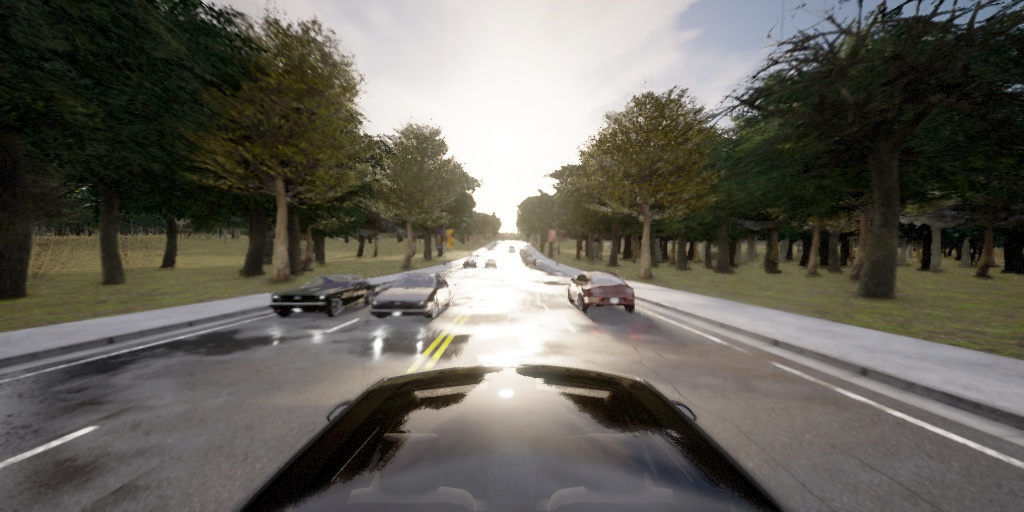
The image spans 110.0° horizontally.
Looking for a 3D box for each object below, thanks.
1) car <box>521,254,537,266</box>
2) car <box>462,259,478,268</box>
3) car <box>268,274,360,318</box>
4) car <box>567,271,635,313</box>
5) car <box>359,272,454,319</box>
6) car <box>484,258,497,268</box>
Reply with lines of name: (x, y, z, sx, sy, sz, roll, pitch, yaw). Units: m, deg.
car: (3.243, 0.955, 62.471, 2.163, 1.488, 4.792, 0, 1, 0)
car: (-6.540, 1.157, 56.289, 1.994, 1.385, 4.181, 0, 1, 1)
car: (-6.599, 1.364, 13.237, 1.895, 1.301, 4.718, 0, 0, 0)
car: (3.349, 1.291, 14.015, 1.812, 1.442, 4.674, 0, 0, 0)
car: (-3.350, 1.310, 13.099, 2.033, 1.411, 5.357, 0, 0, 0)
car: (-3.295, 1.121, 56.156, 1.812, 1.442, 4.674, 0, 1, 1)
